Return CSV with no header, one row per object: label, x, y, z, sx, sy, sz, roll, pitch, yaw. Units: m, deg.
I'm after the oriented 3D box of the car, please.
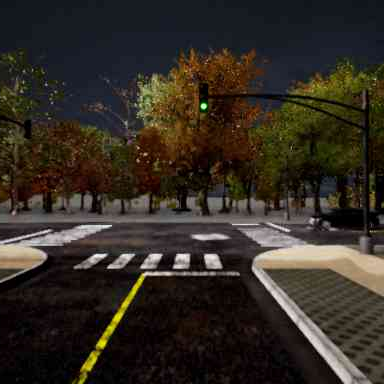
car,10.698,1.873,23.488,4.674,1.442,1.812,0,-1,0
